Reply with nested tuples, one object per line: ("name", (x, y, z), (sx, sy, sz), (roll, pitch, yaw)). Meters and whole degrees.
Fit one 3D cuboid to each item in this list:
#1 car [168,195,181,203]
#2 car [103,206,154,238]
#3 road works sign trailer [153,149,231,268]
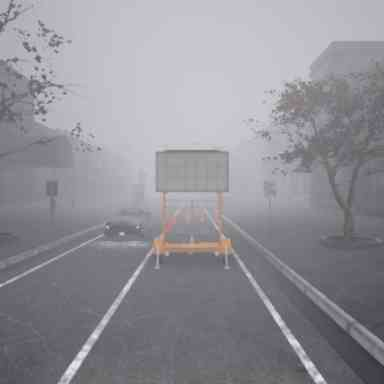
("car", (-3.033, 1.196, 58.300), (1.994, 1.385, 4.181), (0, 1, 0))
("car", (-3.091, 1.456, 17.368), (2.033, 1.411, 5.357), (0, 0, 0))
("road works sign trailer", (0.006, 0.406, 10.980), (2.380, 3.560, 2.880), (0, 0, 0))
